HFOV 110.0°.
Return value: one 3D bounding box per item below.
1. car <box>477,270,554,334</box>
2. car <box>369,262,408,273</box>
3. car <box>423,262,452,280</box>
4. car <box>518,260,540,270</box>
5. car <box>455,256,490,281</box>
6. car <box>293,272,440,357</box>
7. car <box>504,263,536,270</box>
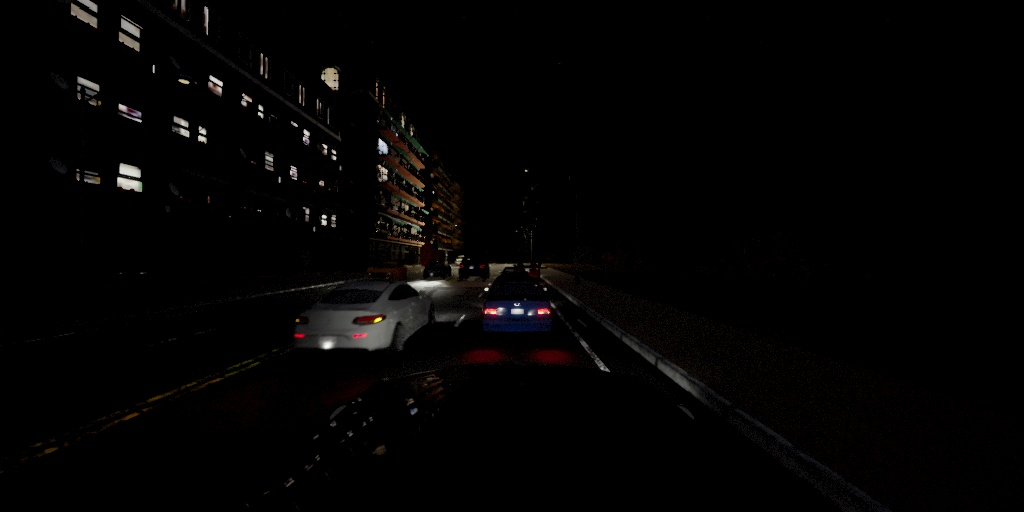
[{"bbox_3d":[0.118,1.299,10.589,2.033,1.411,5.357,0,0,0],"label":"car"},{"bbox_3d":[-9.800,1.231,28.693,1.882,1.535,5.008,0,0,0],"label":"car"},{"bbox_3d":[-6.545,1.245,31.688,2.128,1.511,4.902,0,0,0],"label":"car"},{"bbox_3d":[1.190,1.105,29.857,2.097,1.767,4.553,0,0,0],"label":"car"},{"bbox_3d":[-3.097,0.977,30.182,2.150,2.045,5.566,0,0,0],"label":"car"},{"bbox_3d":[-3.141,1.277,8.432,1.812,1.442,4.674,0,0,0],"label":"car"},{"bbox_3d":[0.129,1.317,20.922,1.994,1.385,4.181,0,0,1],"label":"car"}]
